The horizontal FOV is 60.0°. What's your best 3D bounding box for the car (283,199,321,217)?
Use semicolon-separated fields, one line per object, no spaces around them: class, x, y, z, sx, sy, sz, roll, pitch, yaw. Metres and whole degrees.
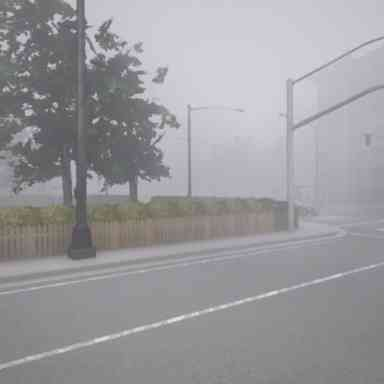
car;9.405;1.406;30.333;1.812;1.442;4.674;0;0;-35
